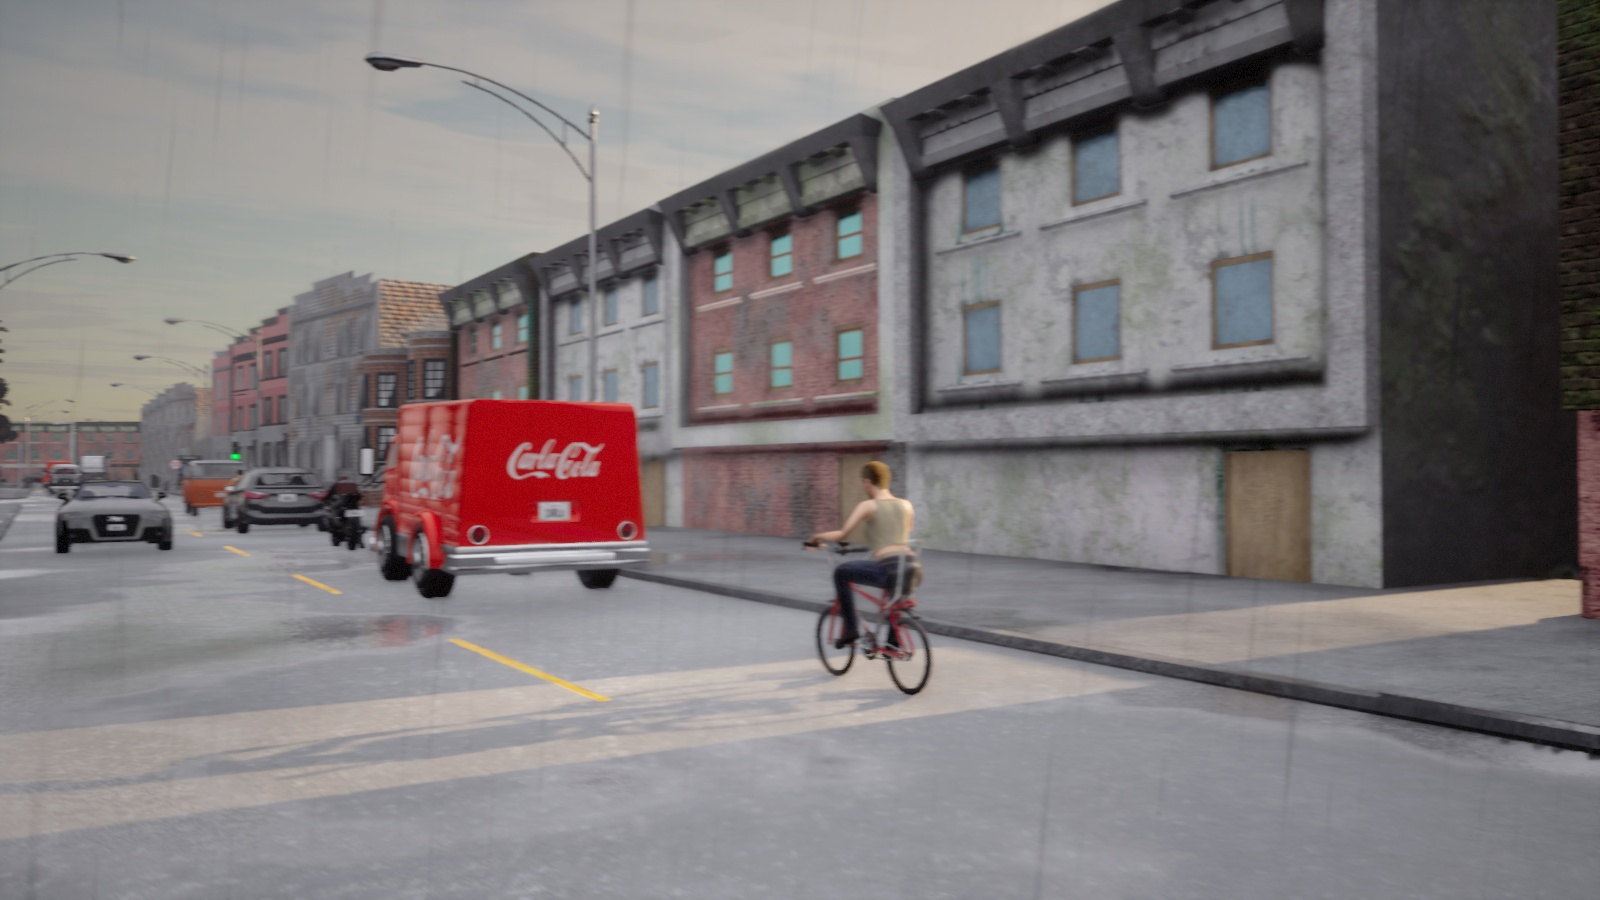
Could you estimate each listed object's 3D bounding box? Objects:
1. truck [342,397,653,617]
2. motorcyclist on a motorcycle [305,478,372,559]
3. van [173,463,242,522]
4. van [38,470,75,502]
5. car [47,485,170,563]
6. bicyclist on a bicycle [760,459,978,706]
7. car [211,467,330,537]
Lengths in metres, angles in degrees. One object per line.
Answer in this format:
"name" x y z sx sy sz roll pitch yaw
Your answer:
"truck" -4.291 0.648 17.000 2.627 2.467 5.204 0 0 -31
"motorcyclist on a motorcycle" -9.298 1.339 25.256 0.866 1.530 2.191 0 -1 -31
"van" -21.288 1.492 45.022 1.775 1.987 4.442 0 -1 -31
"van" -49.447 2.359 83.551 2.069 2.038 4.480 0 -1 -31
"car" -13.965 1.416 25.238 1.994 1.385 4.181 0 -1 -31
"bicyclist on a bicycle" 0.460 0.886 9.087 0.866 1.612 1.509 0 -1 -30
"car" -13.948 1.317 32.924 2.242 1.667 4.611 0 -1 -31
